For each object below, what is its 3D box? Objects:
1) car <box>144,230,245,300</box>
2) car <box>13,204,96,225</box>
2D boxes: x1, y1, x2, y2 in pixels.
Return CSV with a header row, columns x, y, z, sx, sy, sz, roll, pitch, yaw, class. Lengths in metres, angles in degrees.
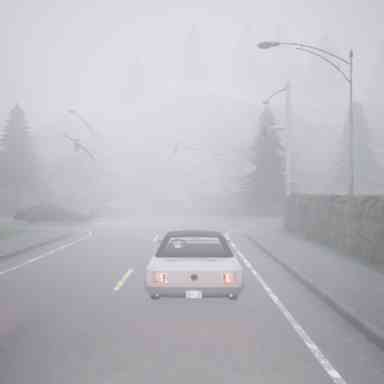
x,y,z,sx,sy,sz,roll,pitch,yaw,class
0.058,1.601,8.353,1.895,1.301,4.718,0,0,0,car
-9.745,1.547,23.771,5.357,1.411,2.033,0,0,1,car
